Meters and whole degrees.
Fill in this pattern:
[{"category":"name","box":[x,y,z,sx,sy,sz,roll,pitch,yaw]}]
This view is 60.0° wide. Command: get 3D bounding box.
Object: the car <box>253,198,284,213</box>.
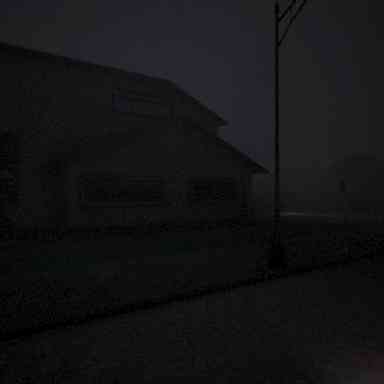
[{"category":"car","box":[7.752,1.470,36.250,1.837,1.490,4.892,0,0,-35]}]
